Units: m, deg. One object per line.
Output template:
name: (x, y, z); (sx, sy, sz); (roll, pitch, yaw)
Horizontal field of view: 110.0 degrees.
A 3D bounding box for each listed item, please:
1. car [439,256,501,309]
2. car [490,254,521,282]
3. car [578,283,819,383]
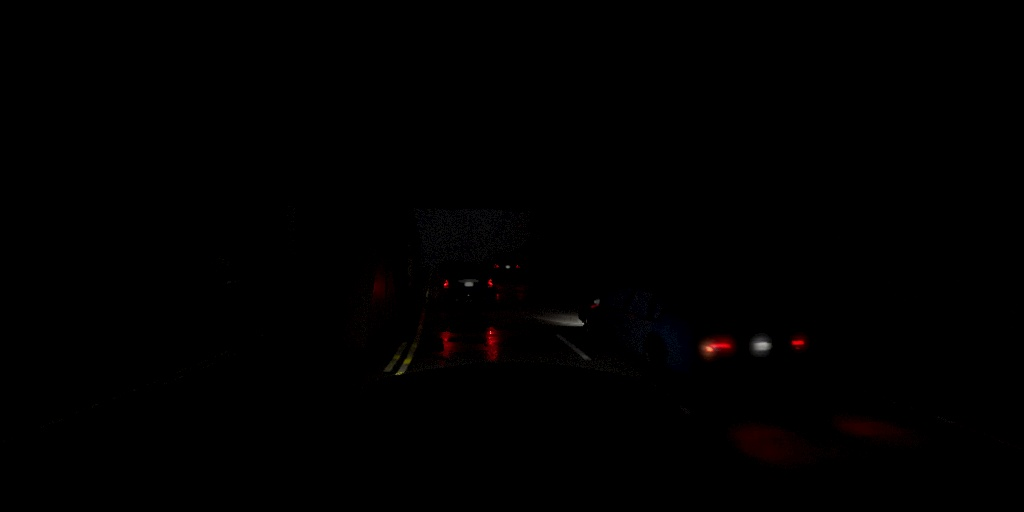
car: (-1.942, 1.034, 14.905); (2.097, 1.767, 4.553); (0, 0, -11)
car: (-0.849, 0.840, 27.106); (2.150, 2.045, 5.566); (0, 0, -12)
car: (3.028, 1.265, 7.355); (2.033, 1.411, 5.357); (0, 0, -8)
